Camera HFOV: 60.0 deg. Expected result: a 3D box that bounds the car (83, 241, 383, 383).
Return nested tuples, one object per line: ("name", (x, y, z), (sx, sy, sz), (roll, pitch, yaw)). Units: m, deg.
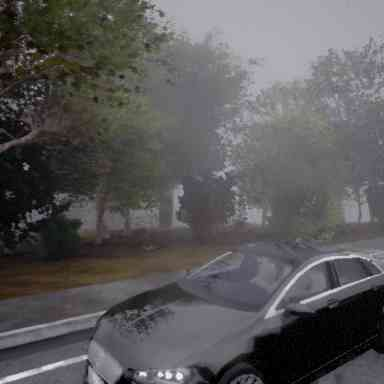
("car", (1.113, 1.491, 4.479), (4.902, 1.511, 2.128), (0, 0, -35))
